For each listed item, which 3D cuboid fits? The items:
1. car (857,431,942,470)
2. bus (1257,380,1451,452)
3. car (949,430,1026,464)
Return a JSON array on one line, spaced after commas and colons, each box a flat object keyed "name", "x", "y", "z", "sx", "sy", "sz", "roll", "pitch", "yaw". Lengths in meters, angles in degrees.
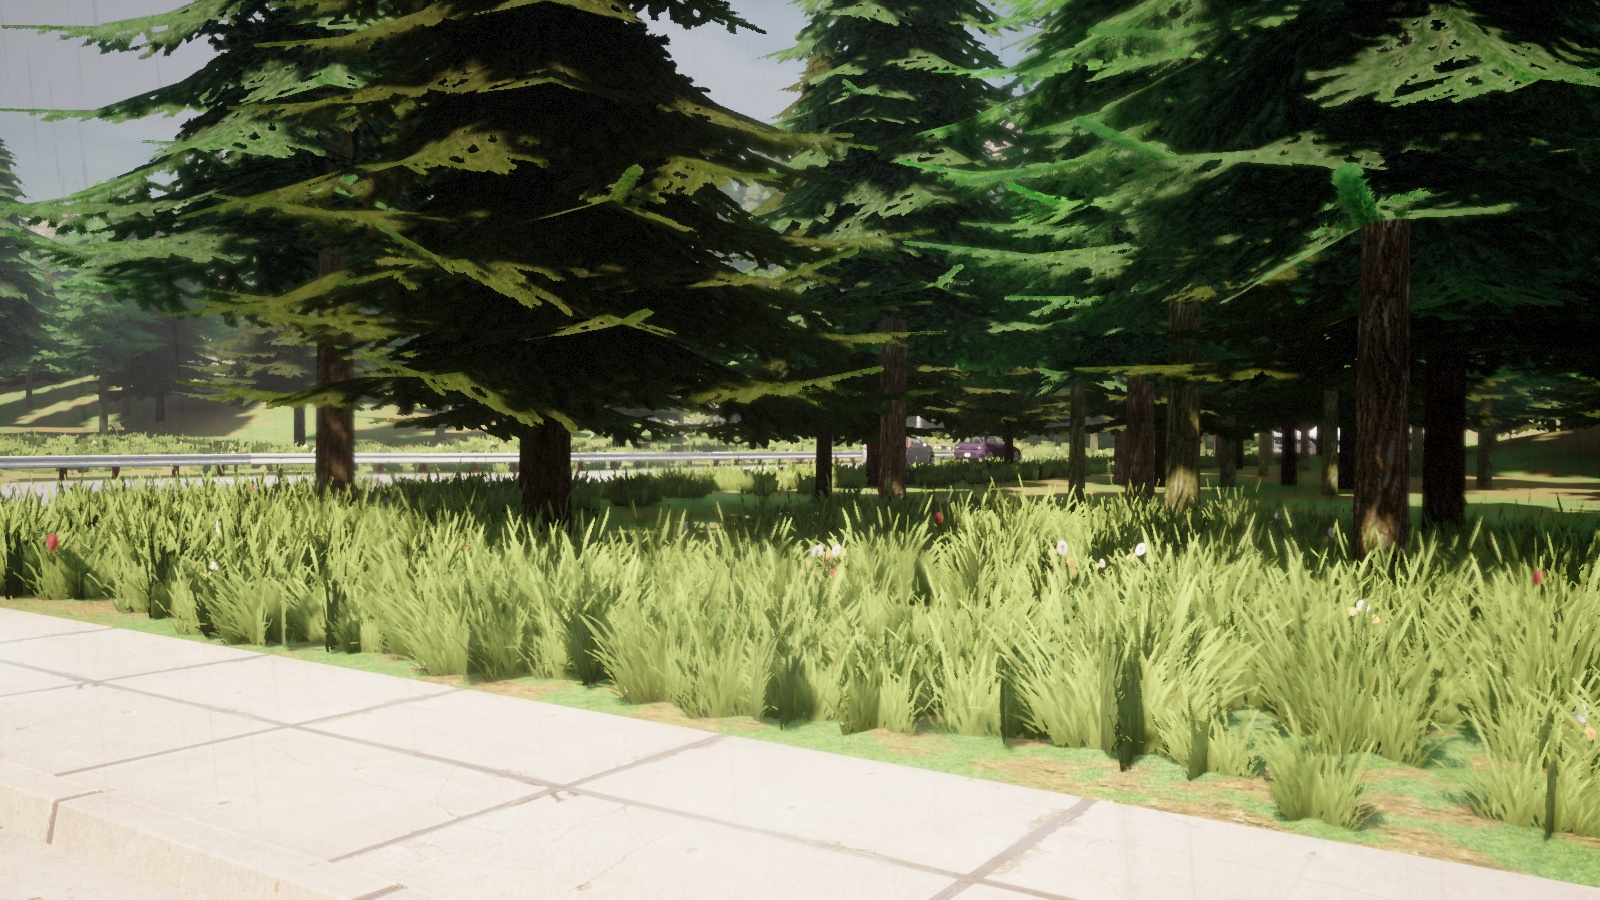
[{"name": "car", "x": 4.080, "y": -0.017, "z": 51.140, "sx": 1.845, "sy": 1.501, "sz": 3.633, "roll": 0, "pitch": 1, "yaw": 35}, {"name": "bus", "x": 33.968, "y": -2.037, "z": 77.477, "sx": 10.273, "sy": 4.253, "sz": 3.944, "roll": 0, "pitch": 0, "yaw": 8}, {"name": "car", "x": 8.648, "y": -0.148, "z": 57.729, "sx": 1.816, "sy": 1.474, "sz": 4.193, "roll": 0, "pitch": 1, "yaw": 35}]
